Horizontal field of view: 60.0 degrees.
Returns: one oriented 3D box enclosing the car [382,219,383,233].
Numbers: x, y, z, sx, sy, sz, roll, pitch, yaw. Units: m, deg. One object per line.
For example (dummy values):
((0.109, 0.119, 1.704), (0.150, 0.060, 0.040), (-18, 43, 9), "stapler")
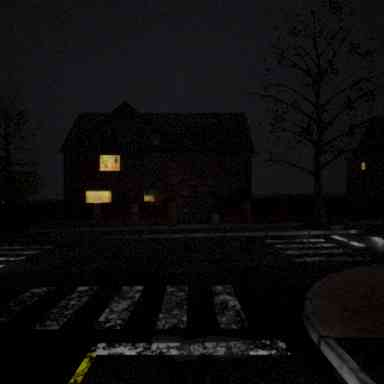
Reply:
((10.553, 1.028, 13.978), (4.553, 1.767, 2.097), (-1, 1, -1), "car")
